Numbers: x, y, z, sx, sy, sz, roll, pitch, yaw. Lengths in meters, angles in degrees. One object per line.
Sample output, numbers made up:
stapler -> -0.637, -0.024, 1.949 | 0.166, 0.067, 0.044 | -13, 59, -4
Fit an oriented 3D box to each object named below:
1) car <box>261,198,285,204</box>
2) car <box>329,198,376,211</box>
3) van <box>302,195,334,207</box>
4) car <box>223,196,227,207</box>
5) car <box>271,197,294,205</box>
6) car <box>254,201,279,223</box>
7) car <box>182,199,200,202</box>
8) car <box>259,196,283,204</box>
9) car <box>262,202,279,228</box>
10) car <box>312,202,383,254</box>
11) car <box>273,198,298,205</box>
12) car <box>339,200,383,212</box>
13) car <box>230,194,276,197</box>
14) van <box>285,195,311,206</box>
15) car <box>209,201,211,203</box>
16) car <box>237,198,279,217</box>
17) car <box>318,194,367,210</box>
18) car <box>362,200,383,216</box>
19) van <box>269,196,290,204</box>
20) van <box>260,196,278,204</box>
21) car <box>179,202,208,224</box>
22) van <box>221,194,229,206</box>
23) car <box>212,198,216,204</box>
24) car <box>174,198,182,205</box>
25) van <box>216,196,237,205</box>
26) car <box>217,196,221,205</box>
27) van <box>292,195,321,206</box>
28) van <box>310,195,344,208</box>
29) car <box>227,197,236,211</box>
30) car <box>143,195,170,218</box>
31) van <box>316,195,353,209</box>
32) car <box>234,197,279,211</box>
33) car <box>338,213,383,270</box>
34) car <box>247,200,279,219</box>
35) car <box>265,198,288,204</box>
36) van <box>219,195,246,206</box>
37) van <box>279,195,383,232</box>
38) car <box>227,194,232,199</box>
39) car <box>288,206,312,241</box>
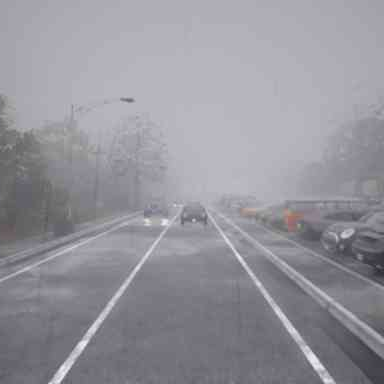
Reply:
car -> 20.322, 2.237, 83.641 | 5.366, 1.575, 1.946 | 0, -1, 0
car -> 20.245, 1.605, 42.116 | 5.008, 1.535, 2.097 | 0, 0, 0
van -> 20.203, 1.423, 53.331 | 4.442, 1.987, 1.878 | 0, -1, 0
car -> 7.183, 1.621, 45.099 | 5.008, 1.535, 2.097 | 0, 0, 0
car -> 20.424, 1.947, 75.337 | 4.553, 1.767, 2.185 | 0, -1, 0
car -> 7.023, 1.564, 22.890 | 4.792, 1.488, 2.163 | 0, 0, 0
car -> 0.225, 1.609, 41.600 | 2.128, 1.511, 4.902 | 0, -1, 0
car -> 20.552, 2.050, 86.413 | 5.566, 2.045, 2.435 | 0, -2, 0
car -> 7.006, 1.554, 20.114 | 4.792, 1.488, 2.163 | 0, 0, 0
car -> 7.015, 1.369, 11.788 | 4.553, 1.767, 2.185 | 0, 0, 0
car -> 20.434, 2.019, 72.689 | 5.008, 1.535, 2.097 | 0, -1, 0
car -> 20.231, 1.634, 39.345 | 4.674, 1.452, 2.002 | 0, 0, 0
car -> 7.123, 1.474, 39.547 | 4.553, 1.767, 2.185 | 0, 0, 0
van -> 20.504, 1.625, 64.258 | 4.442, 1.987, 1.878 | 0, -1, 0
car -> 7.383, 1.941, 81.169 | 5.566, 2.045, 2.435 | 0, -1, 0
car -> 6.901, 1.553, 28.444 | 5.366, 1.575, 1.946 | 0, 0, 0
car -> 20.240, 1.365, 45.012 | 5.566, 2.045, 2.435 | 0, 0, 0
car -> 20.203, 1.613, 33.930 | 4.674, 1.452, 2.002 | 0, 0, 0
van -> 20.589, 1.902, 78.107 | 4.442, 1.987, 1.878 | 0, -1, 0
van -> 20.659, 2.150, 89.303 | 4.442, 1.987, 1.878 | 0, -2, 0
car -> 0.154, 1.647, 24.837 | 1.895, 1.301, 4.718 | 0, 0, 0
van -> 7.106, 1.417, 50.653 | 4.442, 1.987, 1.878 | 0, 0, 0
car -> 7.348, 1.970, 70.061 | 5.008, 1.535, 2.097 | 0, -1, 0
car -> -2.968, 2.050, 72.190 | 2.128, 1.511, 4.902 | 0, -1, 0
van -> 7.477, 1.800, 72.841 | 4.442, 1.987, 1.878 | 0, -1, 0
car -> 7.269, 1.402, 53.428 | 5.566, 2.045, 2.435 | 0, 0, 0
van -> 20.236, 1.515, 58.722 | 4.442, 1.987, 1.878 | 0, -1, 0
van -> 20.418, 1.411, 50.426 | 4.442, 1.987, 1.878 | 0, 0, 0
car -> 6.952, 1.586, 36.772 | 5.366, 1.575, 1.946 | 0, 0, 0
car -> -3.266, 1.289, 31.550 | 2.150, 2.045, 5.566 | 0, 0, 0
van -> 20.402, 1.401, 47.781 | 4.442, 1.987, 1.878 | 0, 0, 0
car -> 7.114, 1.579, 33.994 | 4.892, 1.521, 2.231 | 0, 0, 0
car -> 6.960, 1.491, 9.009 | 4.892, 1.521, 2.231 | 0, 0, 0
car -> 7.040, 1.575, 25.666 | 4.792, 1.488, 2.163 | 0, 0, 0
car -> 20.483, 2.184, 80.873 | 4.892, 1.521, 2.231 | 0, -1, 0
van -> 7.158, 1.523, 58.964 | 4.442, 1.987, 1.878 | 0, -1, 0
van -> 7.134, 1.288, 17.338 | 4.442, 1.987, 1.878 | 0, 0, 0
car -> 7.140, 1.485, 42.323 | 4.553, 1.767, 2.185 | 0, 0, 0
car -> 7.030, 1.532, 14.561 | 4.792, 1.488, 2.163 | 0, 0, 0
